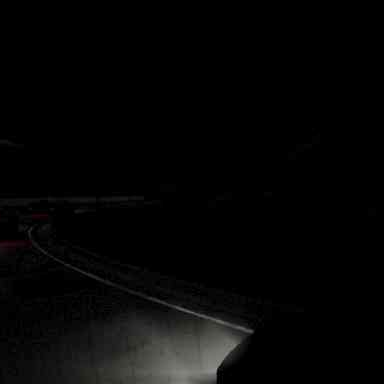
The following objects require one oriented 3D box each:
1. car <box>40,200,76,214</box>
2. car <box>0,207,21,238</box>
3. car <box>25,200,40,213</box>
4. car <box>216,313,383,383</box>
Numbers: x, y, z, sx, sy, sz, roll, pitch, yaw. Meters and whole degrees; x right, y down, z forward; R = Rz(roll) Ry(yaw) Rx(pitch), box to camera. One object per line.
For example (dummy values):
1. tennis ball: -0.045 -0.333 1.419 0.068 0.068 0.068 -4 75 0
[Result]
1. car: -14.333 1.590 36.465 1.882 1.535 5.008 0 0 0
2. car: -10.174 1.520 17.490 1.882 1.535 5.008 0 0 -27
3. car: -17.582 1.637 38.748 1.812 1.442 4.674 0 0 4
4. car: 2.736 1.570 2.087 5.357 1.411 2.033 0 0 36
